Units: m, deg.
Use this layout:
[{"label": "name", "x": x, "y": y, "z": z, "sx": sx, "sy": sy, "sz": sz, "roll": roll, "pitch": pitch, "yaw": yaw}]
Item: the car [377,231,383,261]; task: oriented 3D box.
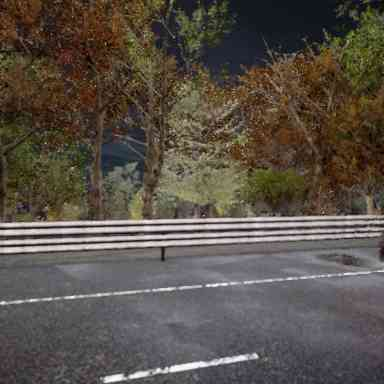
[{"label": "car", "x": 6.840, "y": 0.983, "z": 8.198, "sx": 4.674, "sy": 1.442, "sz": 1.812, "roll": -7, "pitch": -4, "yaw": -15}]
